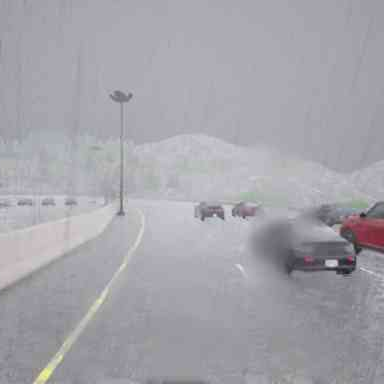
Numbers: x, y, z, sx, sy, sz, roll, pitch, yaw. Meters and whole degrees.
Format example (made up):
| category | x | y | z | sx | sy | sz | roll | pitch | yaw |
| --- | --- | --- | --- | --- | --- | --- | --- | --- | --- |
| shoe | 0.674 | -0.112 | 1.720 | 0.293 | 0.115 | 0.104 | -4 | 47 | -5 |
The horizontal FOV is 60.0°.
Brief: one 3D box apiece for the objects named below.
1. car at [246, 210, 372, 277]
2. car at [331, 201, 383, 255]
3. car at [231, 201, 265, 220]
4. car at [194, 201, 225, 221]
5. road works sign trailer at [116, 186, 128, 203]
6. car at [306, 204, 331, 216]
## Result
| category | x | y | z | sx | sy | sz | roll | pitch | yaw |
| --- | --- | --- | --- | --- | --- | --- | --- | --- | --- |
| car | 3.173 | 1.515 | 10.172 | 1.812 | 1.442 | 4.674 | 0 | 0 | -3 |
| car | 6.706 | 1.202 | 10.126 | 2.150 | 2.045 | 5.566 | 0 | 0 | -3 |
| car | 4.723 | 1.506 | 28.294 | 1.812 | 1.442 | 4.674 | 0 | 0 | -9 |
| car | 1.360 | 1.494 | 27.264 | 1.837 | 1.490 | 4.892 | 0 | 0 | -9 |
| road works sign trailer | -15.450 | 0.481 | 73.068 | 2.380 | 3.560 | 2.880 | 0 | 0 | -25 |
| car | 9.165 | 1.519 | 22.071 | 2.033 | 1.411 | 5.357 | 0 | 0 | -7 |
